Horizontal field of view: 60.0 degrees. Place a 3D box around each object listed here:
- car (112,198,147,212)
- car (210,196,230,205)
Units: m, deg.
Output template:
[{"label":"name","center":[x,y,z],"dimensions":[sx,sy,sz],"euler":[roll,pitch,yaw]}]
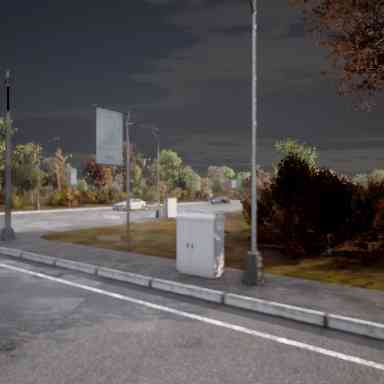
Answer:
[{"label":"car","center":[-7.269,1.486,39.178],"dimensions":[1.812,1.442,4.674],"euler":[0,0,32]},{"label":"car","center":[4.975,1.451,58.277],"dimensions":[2.128,1.511,4.902],"euler":[0,0,33]}]
